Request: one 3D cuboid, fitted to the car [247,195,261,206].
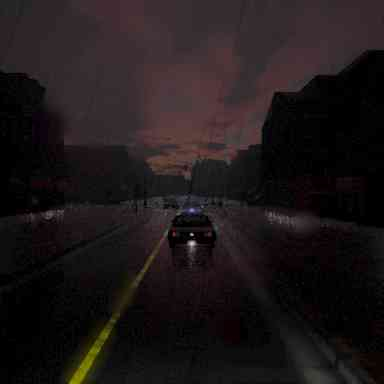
[{"bbox_3d":[11.714,1.438,55.253,5.009,1.841,2.192,0,-1,0],"label":"car"}]

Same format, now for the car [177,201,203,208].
[{"bbox_3d":[0.000,1.569,29.650,2.033,1.411,5.357,0,0,0],"label":"car"}]

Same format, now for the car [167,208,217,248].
[{"bbox_3d":[0.000,1.616,14.680,1.895,1.301,4.718,0,0,0],"label":"car"}]

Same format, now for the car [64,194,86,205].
[{"bbox_3d":[-20.128,1.206,55.197,5.009,1.841,2.192,0,-1,0],"label":"car"}]

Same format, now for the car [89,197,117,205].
[{"bbox_3d":[-14.696,1.474,55.205,4.507,1.381,1.887,0,-1,0],"label":"car"}]

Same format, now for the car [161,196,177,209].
[{"bbox_3d":[-2.750,1.618,44.650,2.033,1.411,5.357,0,0,0],"label":"car"}]
